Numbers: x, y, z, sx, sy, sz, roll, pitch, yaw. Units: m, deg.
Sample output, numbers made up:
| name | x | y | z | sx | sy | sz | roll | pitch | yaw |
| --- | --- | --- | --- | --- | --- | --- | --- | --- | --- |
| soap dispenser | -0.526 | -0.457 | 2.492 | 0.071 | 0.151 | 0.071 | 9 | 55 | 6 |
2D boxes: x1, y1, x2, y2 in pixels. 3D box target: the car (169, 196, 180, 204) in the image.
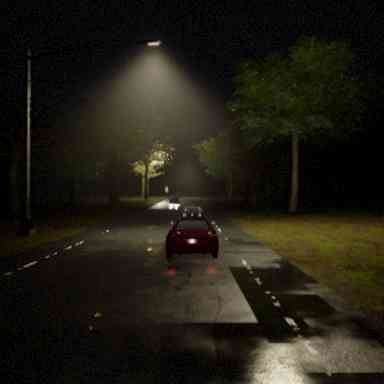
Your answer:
| name | x | y | z | sx | sy | sz | roll | pitch | yaw |
| --- | --- | --- | --- | --- | --- | --- | --- | --- | --- |
| car | -3.507 | 1.568 | 65.714 | 2.128 | 1.511 | 4.902 | 0 | 1 | 0 |

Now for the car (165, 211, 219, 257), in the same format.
| name | x | y | z | sx | sy | sz | roll | pitch | yaw |
| --- | --- | --- | --- | --- | --- | --- | --- | --- | --- |
| car | 0.024 | 1.690 | 13.548 | 1.994 | 1.385 | 4.181 | 0 | 0 | 1 |

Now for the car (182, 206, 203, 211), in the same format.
| name | x | y | z | sx | sy | sz | roll | pitch | yaw |
| --- | --- | --- | --- | --- | --- | --- | --- | --- | --- |
| car | 0.021 | 1.855 | 28.235 | 1.895 | 1.301 | 4.718 | 0 | 0 | 0 |
